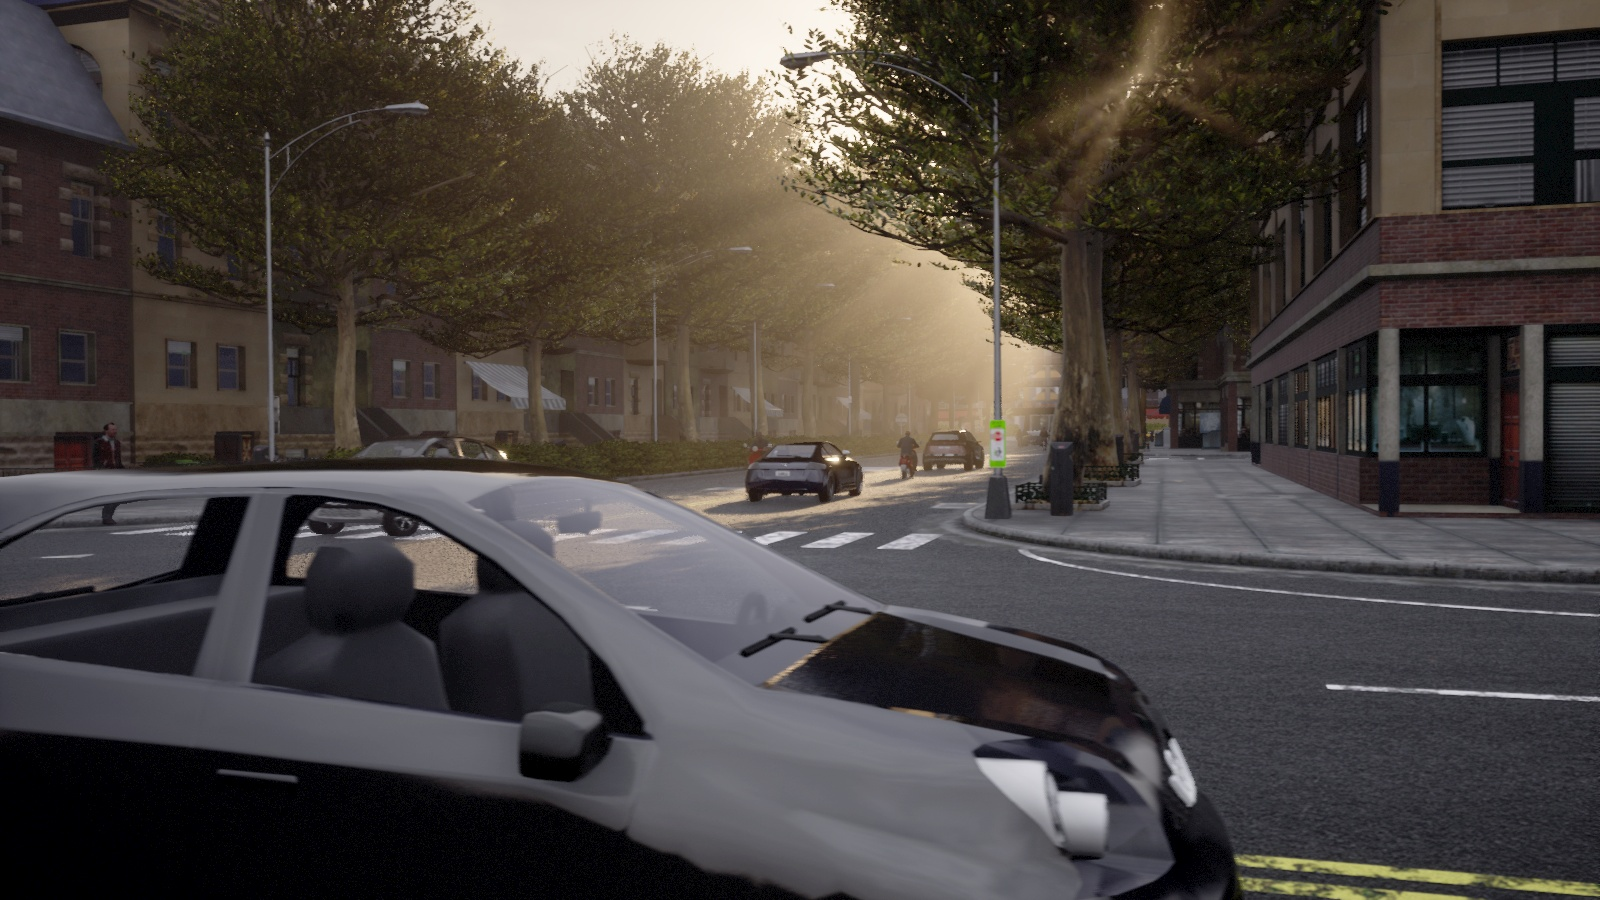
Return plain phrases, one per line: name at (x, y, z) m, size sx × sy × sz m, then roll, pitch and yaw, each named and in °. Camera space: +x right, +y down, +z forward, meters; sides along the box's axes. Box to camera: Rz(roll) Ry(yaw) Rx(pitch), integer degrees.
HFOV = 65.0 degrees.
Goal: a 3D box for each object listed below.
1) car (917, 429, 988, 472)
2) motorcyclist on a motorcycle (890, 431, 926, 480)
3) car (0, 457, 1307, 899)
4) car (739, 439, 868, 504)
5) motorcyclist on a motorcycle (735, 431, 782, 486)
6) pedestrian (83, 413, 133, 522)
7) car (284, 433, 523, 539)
car at (6.168, 0.010, 50.366) m, size 2.033 × 1.649 × 4.856 m, roll 0°, pitch 0°, yaw 16°
motorcyclist on a motorcycle at (3.576, 0.169, 41.409) m, size 0.866 × 1.590 × 1.817 m, roll 0°, pitch 1°, yaw 16°
car at (-0.725, 0.795, 3.292) m, size 3.633 × 1.501 × 1.845 m, roll 0°, pitch 1°, yaw 16°
car at (0.174, 0.455, 29.693) m, size 1.994 × 1.385 × 4.181 m, roll 0°, pitch 1°, yaw 16°
motorcyclist on a motorcycle at (-1.231, 0.231, 37.395) m, size 0.866 × 1.590 × 1.817 m, roll 0°, pitch 1°, yaw 16°
pedestrian at (-11.992, 0.296, 21.772) m, size 0.720 × 1.854 × 0.376 m, roll 0°, pitch 1°, yaw 22°
car at (-6.363, 0.507, 20.584) m, size 1.789 × 1.549 × 3.705 m, roll 1°, pitch 1°, yaw 22°
